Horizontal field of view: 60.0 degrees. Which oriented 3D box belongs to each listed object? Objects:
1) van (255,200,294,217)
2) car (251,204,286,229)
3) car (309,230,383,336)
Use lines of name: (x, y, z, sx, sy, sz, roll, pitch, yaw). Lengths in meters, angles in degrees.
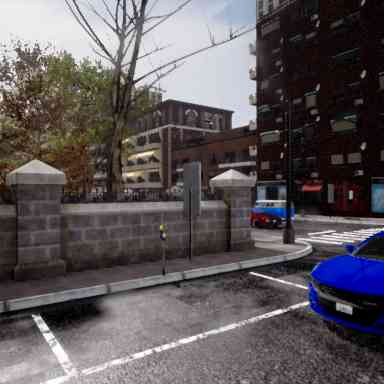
van: (7.304, 1.643, 30.180, 1.690, 1.788, 3.998, -1, 0, -36)
car: (4.451, 1.834, 24.264, 1.994, 1.385, 4.181, 0, -1, -36)
car: (4.319, 1.477, 6.423, 5.008, 1.535, 1.882, 0, 0, -35)
